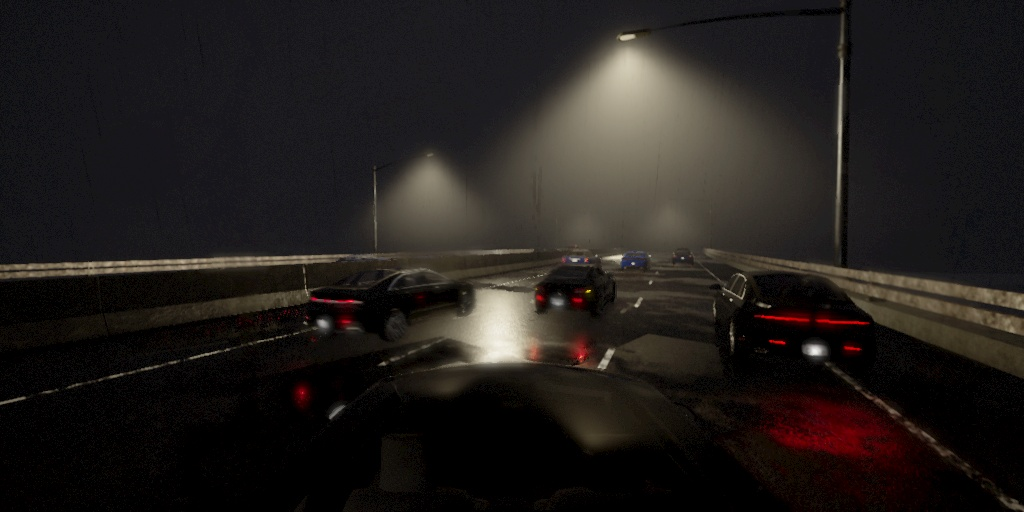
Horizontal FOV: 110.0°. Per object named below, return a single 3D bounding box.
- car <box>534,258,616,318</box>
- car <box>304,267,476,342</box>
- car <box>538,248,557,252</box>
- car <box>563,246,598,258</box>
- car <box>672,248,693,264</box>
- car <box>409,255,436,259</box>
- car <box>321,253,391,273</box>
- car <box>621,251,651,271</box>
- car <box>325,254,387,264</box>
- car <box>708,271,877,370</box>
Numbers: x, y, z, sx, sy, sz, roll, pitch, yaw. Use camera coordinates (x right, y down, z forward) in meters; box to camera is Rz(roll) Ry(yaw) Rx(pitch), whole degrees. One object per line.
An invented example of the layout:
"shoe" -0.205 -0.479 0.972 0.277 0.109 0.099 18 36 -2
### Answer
"car" 2.143 0.968 11.477 1.812 1.442 4.674 0 2 24
"car" -2.700 1.028 9.197 2.128 1.511 4.902 0 2 24
"car" 6.733 -0.598 63.386 1.837 1.490 4.892 1 2 26
"car" 5.269 0.316 26.909 2.097 1.767 4.553 1 2 25
"car" 18.282 0.125 38.397 1.994 1.385 4.181 1 2 25
"car" -6.654 0.599 26.521 1.994 1.385 4.181 0 2 24
"car" -12.802 0.511 29.926 2.033 1.411 5.357 0 2 24
"car" 10.081 0.356 29.019 1.882 1.535 5.008 0 2 25
"car" -10.886 0.682 25.670 1.895 1.301 4.718 0 2 24
"car" 5.397 1.056 7.432 1.837 1.490 4.892 0 2 24
